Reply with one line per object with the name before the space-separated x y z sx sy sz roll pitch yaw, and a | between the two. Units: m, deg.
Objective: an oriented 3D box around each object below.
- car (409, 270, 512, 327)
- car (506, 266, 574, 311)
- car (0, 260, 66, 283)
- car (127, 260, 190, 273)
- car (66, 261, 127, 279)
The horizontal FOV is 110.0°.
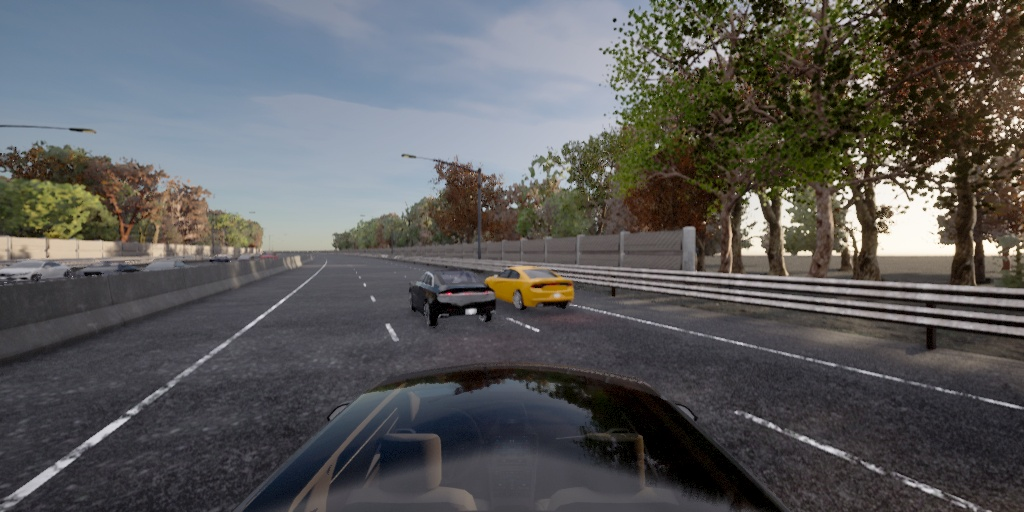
car | -2.063 1.180 11.387 2.128 1.511 4.902 0 0 -25
car | 0.475 1.148 14.247 1.882 1.535 5.008 0 1 -25
car | -30.970 1.011 23.228 1.812 1.442 4.674 0 1 -25
car | -23.989 1.018 24.833 1.812 1.442 4.674 0 1 -25
car | -27.887 1.043 24.893 1.994 1.385 4.181 0 1 -25
